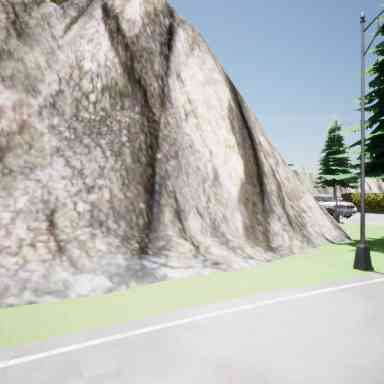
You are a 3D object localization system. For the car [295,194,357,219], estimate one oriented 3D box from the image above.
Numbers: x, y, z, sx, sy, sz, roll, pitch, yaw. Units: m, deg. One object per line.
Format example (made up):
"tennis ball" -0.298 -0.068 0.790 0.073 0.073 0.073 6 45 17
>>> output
"car" 11.675 1.222 29.488 2.150 2.045 5.566 0 0 -27

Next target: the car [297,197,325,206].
"car" 19.902 1.563 55.718 4.674 1.442 1.812 0 0 -30
